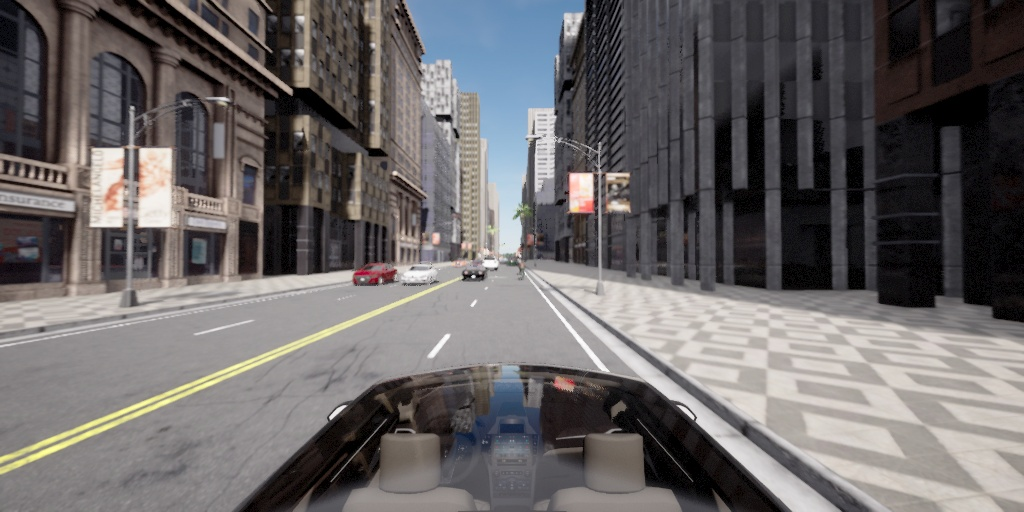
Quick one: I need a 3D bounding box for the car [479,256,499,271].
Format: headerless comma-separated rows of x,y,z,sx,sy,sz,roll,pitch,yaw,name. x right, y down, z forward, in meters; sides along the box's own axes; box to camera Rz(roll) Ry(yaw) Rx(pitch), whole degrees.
-3.162,1.064,53.073,2.150,2.045,5.566,0,0,0,car

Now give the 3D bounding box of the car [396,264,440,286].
-6.601,1.328,26.103,1.812,1.442,4.674,0,0,0,car

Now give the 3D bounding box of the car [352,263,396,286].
-9.852,1.280,26.135,1.882,1.535,5.008,0,0,0,car

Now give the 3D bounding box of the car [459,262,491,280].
-3.157,1.414,31.525,1.895,1.301,4.718,0,0,0,car

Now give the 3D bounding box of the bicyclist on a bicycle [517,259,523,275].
0.886,1.199,39.868,0.659,1.776,1.843,0,0,0,bicyclist on a bicycle

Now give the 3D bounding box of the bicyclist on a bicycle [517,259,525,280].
0.889,1.264,30.649,0.582,1.620,1.656,0,-1,0,bicyclist on a bicycle
